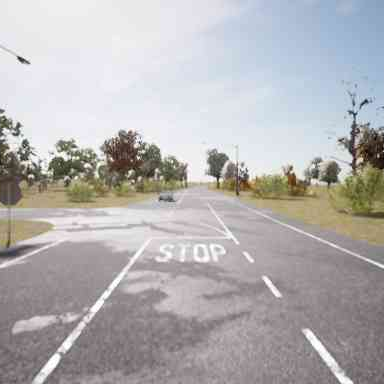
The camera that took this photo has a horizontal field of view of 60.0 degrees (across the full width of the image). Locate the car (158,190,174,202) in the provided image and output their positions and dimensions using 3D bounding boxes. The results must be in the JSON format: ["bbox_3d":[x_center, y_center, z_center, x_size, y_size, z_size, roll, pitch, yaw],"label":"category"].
[{"bbox_3d":[-3.412,0.543,44.110,2.128,1.511,4.902,0,1,0],"label":"car"}]
